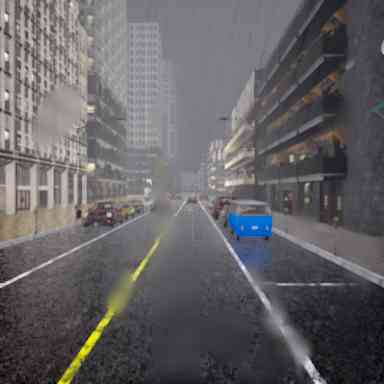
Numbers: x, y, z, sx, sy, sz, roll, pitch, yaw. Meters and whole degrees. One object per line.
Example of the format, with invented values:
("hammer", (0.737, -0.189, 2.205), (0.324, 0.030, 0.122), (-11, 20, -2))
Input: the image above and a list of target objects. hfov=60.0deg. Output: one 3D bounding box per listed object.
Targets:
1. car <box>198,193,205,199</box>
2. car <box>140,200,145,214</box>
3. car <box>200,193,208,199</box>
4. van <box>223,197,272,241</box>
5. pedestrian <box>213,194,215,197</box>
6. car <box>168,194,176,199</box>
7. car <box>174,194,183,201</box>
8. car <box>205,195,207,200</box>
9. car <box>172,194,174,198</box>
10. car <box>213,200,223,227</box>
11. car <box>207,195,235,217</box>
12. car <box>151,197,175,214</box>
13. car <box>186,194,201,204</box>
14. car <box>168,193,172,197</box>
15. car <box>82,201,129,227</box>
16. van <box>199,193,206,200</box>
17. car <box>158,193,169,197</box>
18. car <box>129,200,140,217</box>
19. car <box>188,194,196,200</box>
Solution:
("car", (2.706, 1.171, 93.843), (1.967, 1.590, 4.097), (0, 0, 0))
("car", (-5.686, 1.446, 32.784), (2.008, 1.369, 4.403), (0, 0, 0))
("car", (2.703, 1.087, 77.190), (2.192, 1.841, 5.009), (0, 0, 0))
("van", (2.691, 1.288, 16.130), (1.690, 1.788, 3.998), (0, 0, 0))
("pedestrian", (3.009, 1.153, 45.230), (0.375, 1.860, 0.375), (0, 0, -1))
("car", (-5.674, 1.297, 93.844), (1.947, 1.339, 4.313), (0, 0, 0))
("car", (-2.985, 1.260, 74.851), (1.994, 1.385, 4.181), (0, 0, 0))
("car", (3.008, 1.394, 42.397), (1.812, 1.442, 4.674), (0, 0, 0))
("car", (-5.678, 1.102, 71.640), (2.192, 1.841, 5.009), (0, 0, 0))
("car", (2.693, 1.480, 21.681), (2.008, 1.369, 4.403), (0, 0, 0))
("car", (2.693, 1.227, 27.231), (2.192, 1.841, 5.009), (0, 0, 0))
("car", (-3.090, 1.492, 34.089), (1.895, 1.301, 4.718), (0, 0, 0))
("car", (0.015, 1.373, 57.094), (2.033, 1.411, 5.357), (0, 0, 0))
("car", (-5.680, 1.241, 66.089), (1.967, 1.590, 4.097), (0, 0, 0))
("car", (-5.688, 1.369, 21.681), (1.967, 1.590, 4.097), (0, 0, 0))
("van", (2.705, 1.085, 88.292), (1.690, 1.788, 3.998), (0, 0, 0))
("car", (-5.680, 1.398, 60.538), (1.802, 1.307, 4.206), (0, 0, 0))
("car", (-5.687, 1.438, 27.063), (1.752, 1.417, 4.829), (0, 0, 0))
("car", (0.016, 1.185, 76.178), (1.895, 1.301, 4.718), (0, 0, 0))
